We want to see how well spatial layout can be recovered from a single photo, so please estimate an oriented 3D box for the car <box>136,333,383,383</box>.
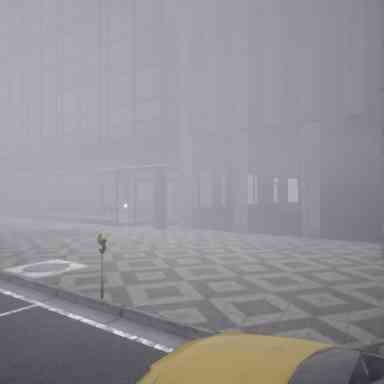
[{"bbox_3d":[1.637,1.525,1.915,4.829,1.417,1.752,0,0,36],"label":"car"}]
